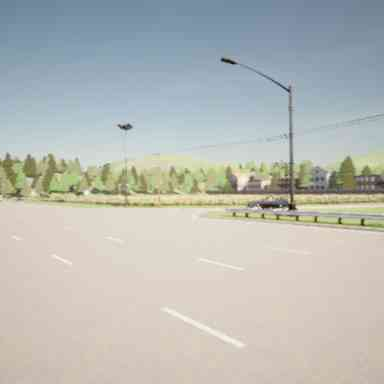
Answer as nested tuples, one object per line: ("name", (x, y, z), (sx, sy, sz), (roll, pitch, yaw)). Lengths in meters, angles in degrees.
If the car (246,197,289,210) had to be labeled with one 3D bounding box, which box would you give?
("car", (8.777, 1.359, 38.847), (4.902, 1.511, 2.128), (-1, 0, -6))
